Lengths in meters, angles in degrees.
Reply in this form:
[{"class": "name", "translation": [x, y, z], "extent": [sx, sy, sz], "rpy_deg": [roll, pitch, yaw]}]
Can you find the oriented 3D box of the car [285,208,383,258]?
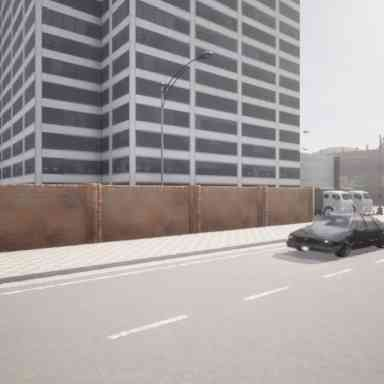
[{"class": "car", "translation": [5.995, 1.547, 13.031], "extent": [5.357, 1.411, 2.033], "rpy_deg": [0, 0, -37]}]
